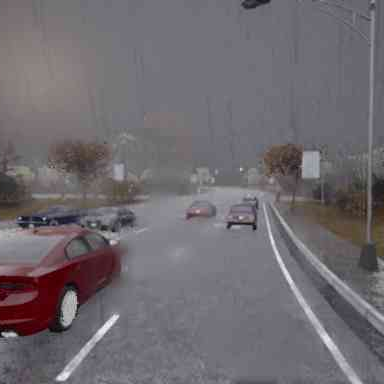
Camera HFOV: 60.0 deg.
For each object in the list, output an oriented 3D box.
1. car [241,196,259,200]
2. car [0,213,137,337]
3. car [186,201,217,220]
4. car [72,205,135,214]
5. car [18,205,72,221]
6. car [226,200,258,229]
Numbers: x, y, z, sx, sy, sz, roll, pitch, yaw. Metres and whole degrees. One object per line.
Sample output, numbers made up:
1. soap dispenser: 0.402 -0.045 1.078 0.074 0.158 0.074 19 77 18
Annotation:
1. car: 6.655 1.173 38.174 2.128 1.511 4.902 1 1 12
2. car: -2.746 1.445 6.831 1.882 1.535 5.008 0 0 6
3. car: 0.848 1.409 27.157 1.994 1.385 4.181 1 1 11
4. car: -4.617 1.459 18.799 1.994 1.385 4.181 1 0 11
5. car: -8.027 1.459 19.629 1.895 1.301 4.718 1 0 11
6. car: 3.251 1.485 21.416 2.033 1.411 5.357 1 1 11
